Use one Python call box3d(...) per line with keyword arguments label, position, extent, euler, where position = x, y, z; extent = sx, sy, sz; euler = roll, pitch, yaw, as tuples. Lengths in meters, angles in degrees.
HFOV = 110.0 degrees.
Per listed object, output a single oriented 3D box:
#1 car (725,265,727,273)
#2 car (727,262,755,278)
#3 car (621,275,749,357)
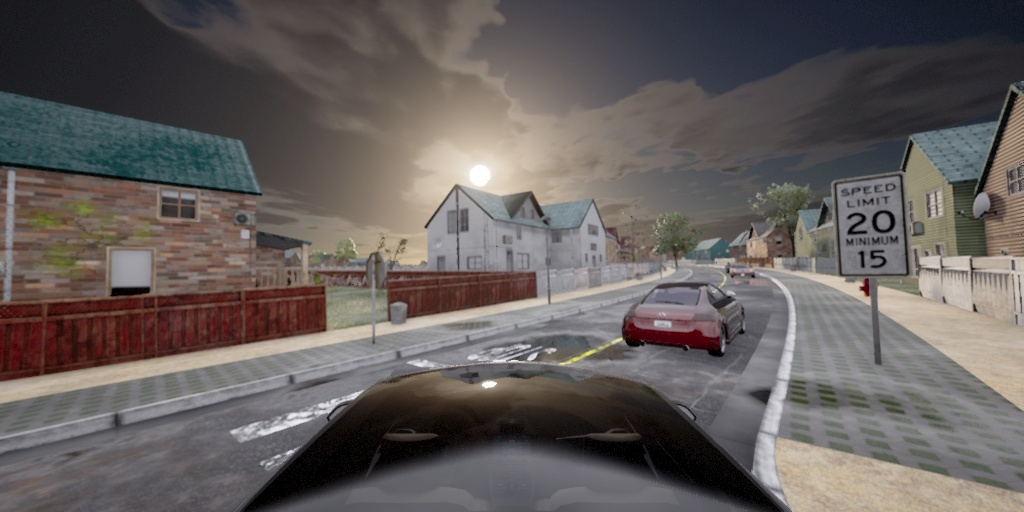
box3d(label="car", position=(26.638, 1.400, 42.874), extent=(1.895, 1.301, 4.718), euler=(-3, -1, 27))
box3d(label="car", position=(21.654, 1.368, 33.798), extent=(1.895, 1.301, 4.718), euler=(-3, -1, 31))
box3d(label="car", position=(4.256, 1.314, 8.675), extent=(1.994, 1.385, 4.181), euler=(-3, -2, 39))
